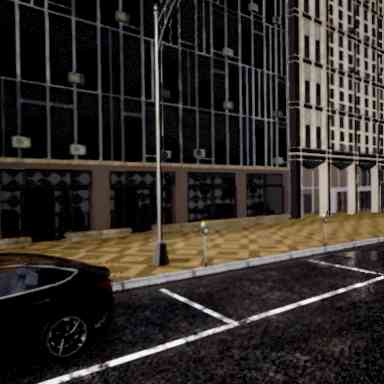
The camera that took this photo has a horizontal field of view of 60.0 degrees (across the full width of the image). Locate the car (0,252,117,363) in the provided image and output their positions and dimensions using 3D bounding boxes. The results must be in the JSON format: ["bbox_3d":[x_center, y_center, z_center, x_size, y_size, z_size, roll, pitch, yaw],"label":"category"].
[{"bbox_3d":[-3.143,1.566,4.330,4.313,1.339,1.947,0,-1,-35],"label":"car"}]
